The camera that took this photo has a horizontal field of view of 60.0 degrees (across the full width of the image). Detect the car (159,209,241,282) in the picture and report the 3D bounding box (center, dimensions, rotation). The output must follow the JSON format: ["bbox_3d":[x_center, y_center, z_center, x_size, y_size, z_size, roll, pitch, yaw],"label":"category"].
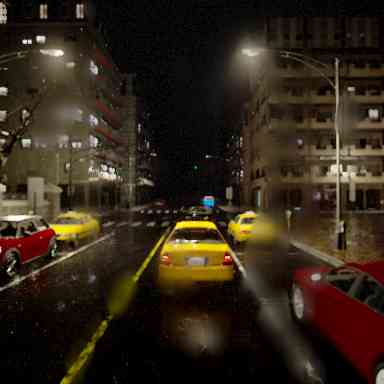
[{"bbox_3d":[0.101,1.513,9.872,1.801,1.575,5.366,0,0,0],"label":"car"}]

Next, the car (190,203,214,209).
[{"bbox_3d":[0.655,1.716,24.119,1.895,1.301,4.718,0,1,8],"label":"car"}]

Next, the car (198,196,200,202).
[{"bbox_3d":[2.712,1.896,64.962,1.947,1.339,4.313,1,0,0],"label":"car"}]

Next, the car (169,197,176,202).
[{"bbox_3d":[-5.663,2.005,87.704,1.802,1.307,4.206,1,0,0],"label":"car"}]

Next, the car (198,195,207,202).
[{"bbox_3d":[2.721,1.737,87.646,2.192,1.841,5.009,1,0,0],"label":"car"}]

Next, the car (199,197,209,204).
[{"bbox_3d":[2.715,1.929,76.303,2.008,1.369,4.403,1,0,0],"label":"car"}]

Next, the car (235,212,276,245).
[{"bbox_3d":[2.702,1.616,15.797,1.752,1.417,4.829,1,0,0],"label":"car"}]

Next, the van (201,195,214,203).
[{"bbox_3d":[2.713,1.620,53.620,1.690,1.788,3.998,1,0,0],"label":"van"}]

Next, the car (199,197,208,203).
[{"bbox_3d":[2.716,1.951,81.973,2.008,1.369,4.403,1,0,0],"label":"car"}]

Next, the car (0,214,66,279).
[{"bbox_3d":[-5.678,1.499,10.032,1.967,1.590,4.097,1,0,0],"label":"car"}]

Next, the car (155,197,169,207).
[{"bbox_3d":[-5.669,1.887,59.349,1.802,1.307,4.206,1,0,0],"label":"car"}]

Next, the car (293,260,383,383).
[{"bbox_3d":[2.700,1.571,4.394,1.887,1.381,4.507,1,0,0],"label":"car"}]

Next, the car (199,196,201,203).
[{"bbox_3d":[2.711,1.849,59.291,1.887,1.381,4.507,1,0,0],"label":"car"}]

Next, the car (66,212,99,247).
[{"bbox_3d":[-5.678,1.614,15.476,1.752,1.417,4.829,1,0,0],"label":"car"}]
